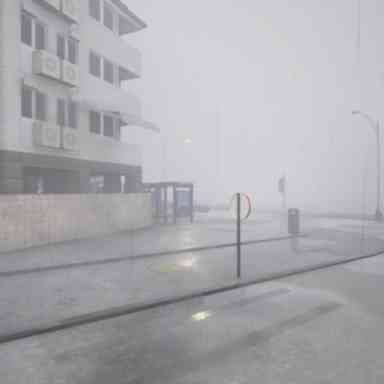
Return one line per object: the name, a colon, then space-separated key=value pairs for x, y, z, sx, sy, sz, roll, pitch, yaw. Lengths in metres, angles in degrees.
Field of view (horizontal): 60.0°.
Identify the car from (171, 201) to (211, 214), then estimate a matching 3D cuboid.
car: x=-0.161 y=1.525 z=33.941 sx=1.895 sy=1.301 sz=4.718 roll=0 pitch=0 yaw=-35
